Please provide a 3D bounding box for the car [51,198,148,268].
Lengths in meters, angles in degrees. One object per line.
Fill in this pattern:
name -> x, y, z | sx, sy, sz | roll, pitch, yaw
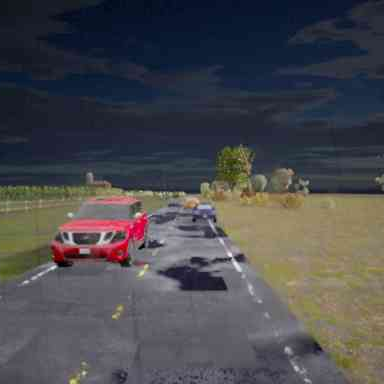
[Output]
car -> -2.857, 1.236, 11.630 | 2.150, 2.045, 5.566 | 0, 0, 0

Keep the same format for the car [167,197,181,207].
car -> -2.842, 1.614, 52.757 | 1.837, 1.490, 4.892 | 0, 0, 0

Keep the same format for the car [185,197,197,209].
car -> 0.008, 1.574, 46.949 | 1.882, 1.535, 5.008 | 0, 0, 0

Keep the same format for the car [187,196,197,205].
car -> -0.031, 1.611, 62.667 | 1.882, 1.535, 5.008 | 0, 0, 0

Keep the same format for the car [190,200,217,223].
car -> 0.950, 1.573, 26.191 | 1.812, 1.442, 4.674 | 0, 0, 0
